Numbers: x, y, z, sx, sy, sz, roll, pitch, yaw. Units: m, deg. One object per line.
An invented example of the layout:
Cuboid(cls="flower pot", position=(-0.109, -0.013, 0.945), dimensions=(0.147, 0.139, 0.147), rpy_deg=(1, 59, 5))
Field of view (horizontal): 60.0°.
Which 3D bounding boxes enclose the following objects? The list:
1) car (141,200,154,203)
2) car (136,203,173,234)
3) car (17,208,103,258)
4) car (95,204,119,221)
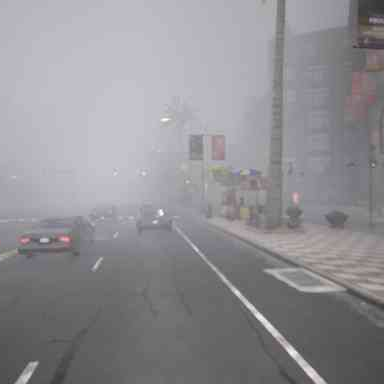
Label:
Cuboid(cls="car", position=(-4.521, 1.584, 33.859), dimensions=(1.812, 1.442, 4.674), rpy_deg=(-1, 0, -8))
Cuboid(cls="car", position=(-2.321, 1.595, 19.855), dimensions=(1.994, 1.385, 4.181), rpy_deg=(-1, 0, -10))
Cuboid(cls="car", position=(-5.059, 1.602, 13.158), dimensions=(2.033, 1.411, 5.357), rpy_deg=(-1, 0, -8))
Cuboid(cls="car", position=(-7.159, 1.681, 27.611), dimensions=(1.895, 1.301, 4.718), rpy_deg=(-1, 0, -8))
